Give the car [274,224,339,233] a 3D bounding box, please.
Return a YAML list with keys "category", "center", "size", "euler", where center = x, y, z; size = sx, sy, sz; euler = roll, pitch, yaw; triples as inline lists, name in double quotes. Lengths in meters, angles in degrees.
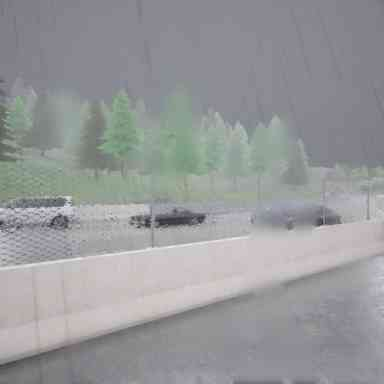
- category: "car"
  center: [6.177, 1.506, 17.787]
  size: [4.892, 1.490, 1.837]
  euler: [1, 0, -40]
